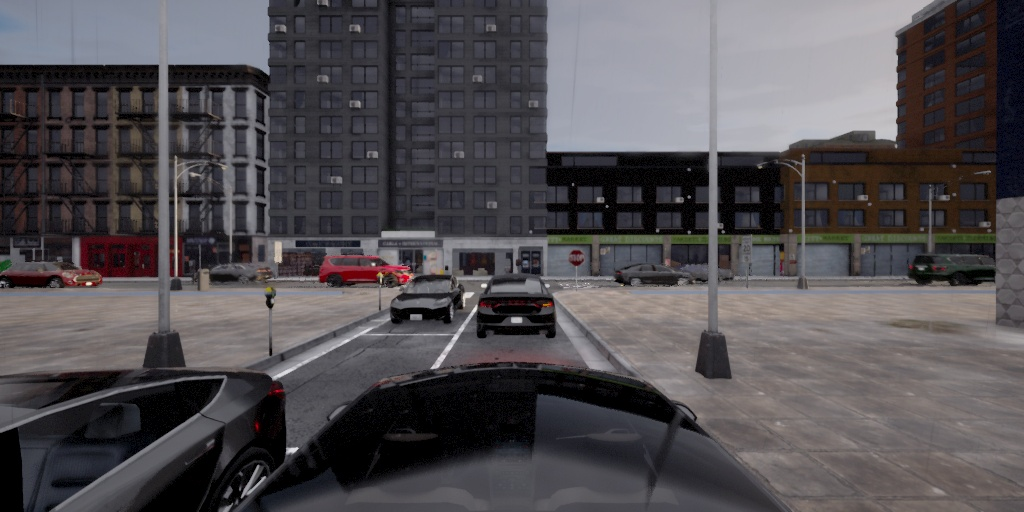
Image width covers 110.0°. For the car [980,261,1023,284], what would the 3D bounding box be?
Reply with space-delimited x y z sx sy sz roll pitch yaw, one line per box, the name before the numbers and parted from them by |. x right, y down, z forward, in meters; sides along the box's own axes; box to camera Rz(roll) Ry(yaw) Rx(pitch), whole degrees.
car | 37.129 1.146 25.564 5.008 1.535 1.882 0 0 0

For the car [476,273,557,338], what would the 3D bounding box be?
car | 0.102 1.226 10.170 1.882 1.535 5.008 0 0 0

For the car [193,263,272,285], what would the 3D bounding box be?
car | -19.914 1.280 25.608 4.902 1.511 2.128 0 0 0

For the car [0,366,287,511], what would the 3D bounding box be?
car | -2.638 1.316 1.147 1.948 1.339 4.313 0 0 0

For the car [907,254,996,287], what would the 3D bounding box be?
car | 28.555 0.912 22.636 5.566 2.045 2.150 0 0 1

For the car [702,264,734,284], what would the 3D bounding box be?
car | 12.746 1.258 25.598 5.357 1.411 2.033 0 0 0

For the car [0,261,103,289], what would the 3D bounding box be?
car | -28.994 1.174 22.661 4.553 1.767 2.097 0 0 0

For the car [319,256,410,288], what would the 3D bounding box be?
car | -9.168 0.989 22.652 5.566 2.045 2.150 0 0 0

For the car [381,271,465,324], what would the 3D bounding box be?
car | -2.638 1.314 12.051 1.948 1.339 4.313 0 0 0

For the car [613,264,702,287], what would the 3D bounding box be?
car | 8.898 1.231 22.646 4.892 1.490 1.837 0 0 0
